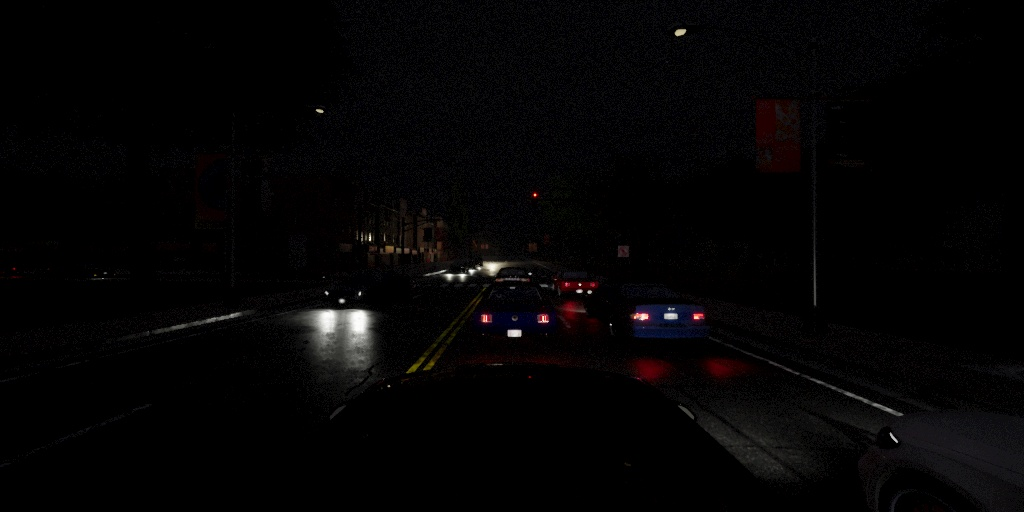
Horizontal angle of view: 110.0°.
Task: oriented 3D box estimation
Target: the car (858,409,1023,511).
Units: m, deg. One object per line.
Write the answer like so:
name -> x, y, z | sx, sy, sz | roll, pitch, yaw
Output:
car -> 3.344, 1.275, 0.525 | 1.812, 1.442, 4.674 | 0, 0, 0

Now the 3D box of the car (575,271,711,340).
car -> 3.328, 1.321, 10.000 | 2.033, 1.411, 5.357 | 0, 0, 0

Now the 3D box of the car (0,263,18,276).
car -> -49.244, 1.240, 33.197 | 4.718, 1.301, 1.895 | 0, 0, 1

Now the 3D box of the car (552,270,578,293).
car -> 3.296, 1.439, 19.644 | 1.895, 1.301, 4.718 | 0, 0, 0

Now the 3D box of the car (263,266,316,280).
car -> -18.098, 1.449, 30.288 | 4.718, 1.301, 1.895 | 1, 0, 0

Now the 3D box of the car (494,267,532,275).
car -> 0.044, 1.314, 19.216 | 1.882, 1.535, 5.008 | 0, 0, 0

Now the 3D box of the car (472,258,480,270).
car -> -6.608, 1.359, 55.156 | 1.994, 1.385, 4.181 | 0, 0, 1

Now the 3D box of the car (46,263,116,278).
car -> -36.354, 1.254, 30.298 | 4.181, 1.385, 1.994 | 0, 0, 0

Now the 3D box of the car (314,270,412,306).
car -> -6.307, 1.365, 16.451 | 2.033, 1.411, 5.357 | 0, 0, 6

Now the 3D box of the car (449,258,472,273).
car -> -6.621, 1.340, 45.130 | 1.882, 1.535, 5.008 | 0, 0, 1

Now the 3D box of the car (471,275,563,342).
car -> 0.078, 1.374, 9.875 | 1.895, 1.301, 4.718 | 0, 0, 0
